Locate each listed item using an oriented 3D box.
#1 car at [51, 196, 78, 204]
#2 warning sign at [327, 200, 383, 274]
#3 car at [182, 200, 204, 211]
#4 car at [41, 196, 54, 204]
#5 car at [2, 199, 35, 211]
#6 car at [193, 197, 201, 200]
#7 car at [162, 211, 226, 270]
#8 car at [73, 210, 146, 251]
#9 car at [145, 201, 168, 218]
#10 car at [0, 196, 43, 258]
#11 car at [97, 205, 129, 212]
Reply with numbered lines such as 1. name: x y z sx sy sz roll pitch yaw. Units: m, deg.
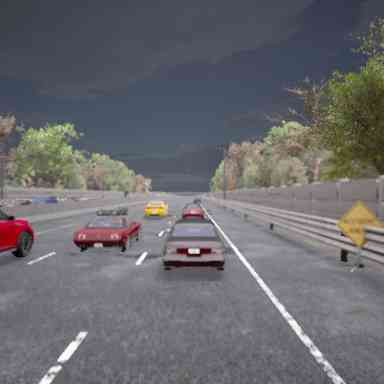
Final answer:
1. car: -17.575 1.781 47.347 2.128 1.511 4.902 0 0 0
2. warning sign: 4.549 1.164 9.065 1.300 1.860 1.060 0 0 0
3. car: 0.090 1.748 31.596 1.994 1.385 4.181 0 0 0
4. car: -21.073 1.514 47.395 2.150 2.045 5.566 0 -1 0
5. car: -24.570 1.782 47.340 2.128 1.511 4.902 0 -1 0
6. car: 1.232 2.021 79.061 1.837 1.490 4.892 0 0 0
7. car: 0.068 1.608 11.216 2.033 1.411 5.357 0 0 0
8. car: -3.416 1.680 14.437 1.895 1.301 4.718 0 0 0
9. car: -3.408 1.669 32.701 1.882 1.535 5.008 0 0 0
10. car: -6.945 1.277 10.000 2.150 2.045 5.566 0 0 1
11. car: -6.915 1.772 29.478 1.895 1.301 4.718 0 0 0
